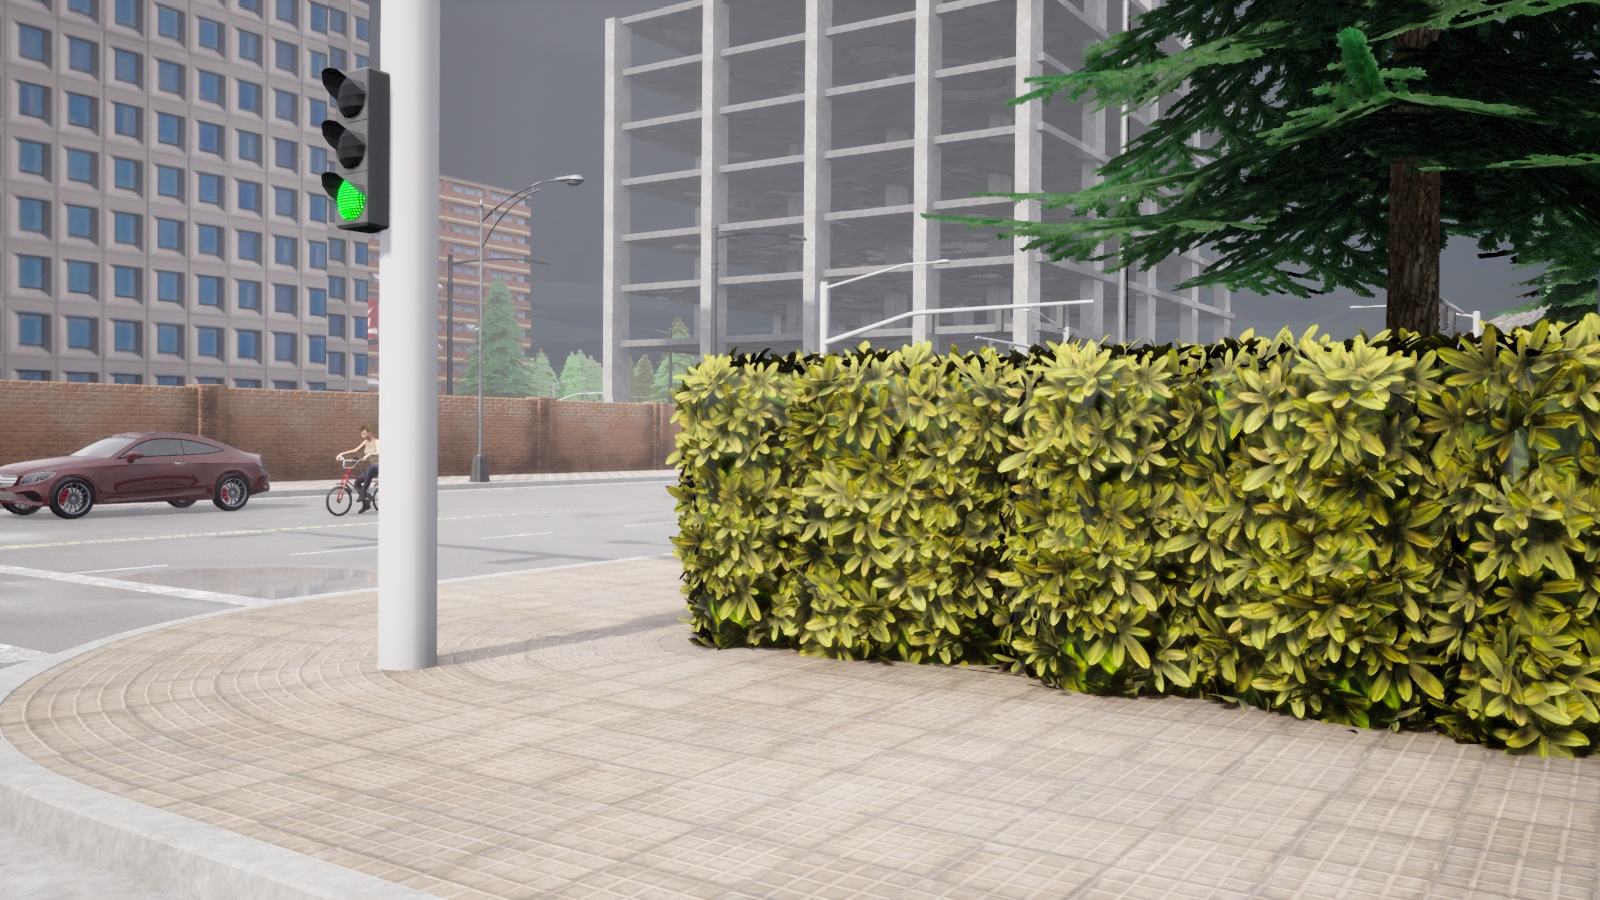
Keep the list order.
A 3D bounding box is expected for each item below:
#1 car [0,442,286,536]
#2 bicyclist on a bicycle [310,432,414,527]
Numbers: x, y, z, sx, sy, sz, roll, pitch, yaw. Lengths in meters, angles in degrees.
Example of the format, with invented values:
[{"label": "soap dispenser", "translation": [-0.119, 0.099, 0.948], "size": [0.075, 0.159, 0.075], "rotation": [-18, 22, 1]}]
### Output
[{"label": "car", "translation": [-11.841, 0.613, 22.469], "size": [1.812, 1.442, 4.674], "rotation": [0, 1, 33]}, {"label": "bicyclist on a bicycle", "translation": [-7.757, 0.489, 22.290], "size": [0.866, 1.612, 1.509], "rotation": [0, 1, 34]}]
